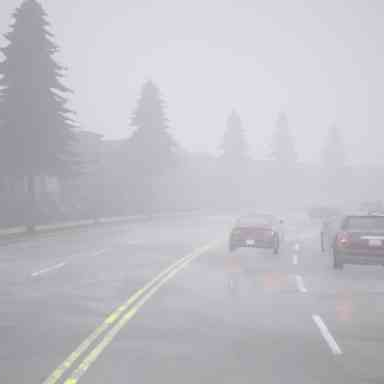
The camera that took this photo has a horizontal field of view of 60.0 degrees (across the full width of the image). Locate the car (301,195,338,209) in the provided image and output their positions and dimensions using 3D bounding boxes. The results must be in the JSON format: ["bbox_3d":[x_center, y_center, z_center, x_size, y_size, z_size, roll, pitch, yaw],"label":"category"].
[{"bbox_3d":[16.177,1.418,41.672,5.566,2.045,2.150,0,0,-32],"label":"car"}]

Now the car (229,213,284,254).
[{"bbox_3d":[2.746,1.573,13.729,1.812,1.442,4.674,0,0,18],"label":"car"}]

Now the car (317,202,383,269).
[{"bbox_3d":[5.609,1.414,11.167,2.097,1.767,4.553,0,0,16],"label":"car"}]

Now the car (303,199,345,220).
[{"bbox_3d":[11.691,1.615,28.553,1.882,1.535,5.008,0,0,41],"label":"car"}]

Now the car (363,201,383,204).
[{"bbox_3d":[14.962,1.511,26.925,2.097,1.767,4.553,0,0,42],"label":"car"}]
